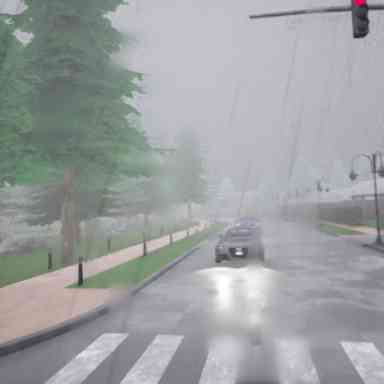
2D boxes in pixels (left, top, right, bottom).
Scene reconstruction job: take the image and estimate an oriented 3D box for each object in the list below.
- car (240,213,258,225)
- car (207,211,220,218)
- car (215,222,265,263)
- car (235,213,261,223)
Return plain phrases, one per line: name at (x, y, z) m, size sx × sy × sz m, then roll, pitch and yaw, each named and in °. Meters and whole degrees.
car at (7.995, 3.778, 46.994) m, size 2.128 × 1.511 × 4.902 m, roll -2°, pitch -3°, yaw 6°
car at (5.773, 6.075, 89.896) m, size 2.097 × 1.767 × 4.553 m, roll -1°, pitch -3°, yaw -22°
car at (2.221, 2.316, 15.013) m, size 1.994 × 1.385 × 4.181 m, roll -3°, pitch -3°, yaw 11°
car at (4.799, 2.740, 28.419) m, size 2.097 × 1.767 × 4.553 m, roll -3°, pitch -3°, yaw 9°
